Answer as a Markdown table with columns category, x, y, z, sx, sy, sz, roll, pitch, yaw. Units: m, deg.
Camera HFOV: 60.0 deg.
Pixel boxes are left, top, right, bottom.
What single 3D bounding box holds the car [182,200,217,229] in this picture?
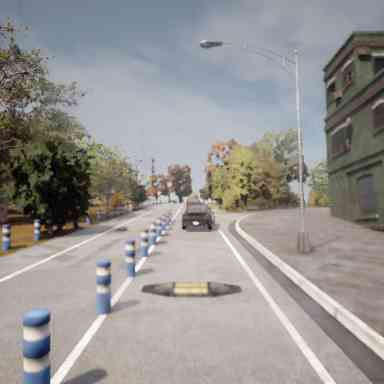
| category | x | y | z | sx | sy | sz | roll | pitch | yaw |
| --- | --- | --- | --- | --- | --- | --- | --- | --- | --- |
| car | 0.519 | 1.521 | 21.626 | 1.837 | 1.490 | 4.892 | -1 | 1 | 7 |
